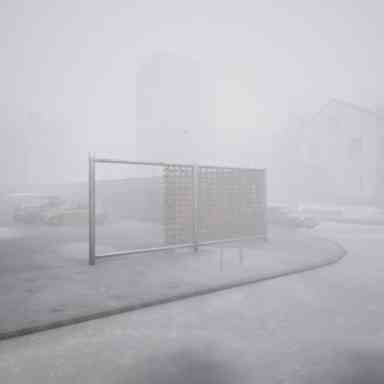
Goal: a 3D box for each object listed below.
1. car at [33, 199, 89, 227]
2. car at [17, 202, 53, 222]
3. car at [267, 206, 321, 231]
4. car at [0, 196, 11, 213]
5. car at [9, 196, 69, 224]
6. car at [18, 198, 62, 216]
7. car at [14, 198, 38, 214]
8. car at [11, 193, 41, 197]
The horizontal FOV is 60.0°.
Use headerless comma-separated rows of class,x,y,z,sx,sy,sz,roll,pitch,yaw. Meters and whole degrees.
car,-7.709,1.413,21.651,4.193,1.474,1.816,0,0,-36
car,-11.891,1.449,25.176,2.207,1.379,1.481,0,0,-36
car,5.580,1.592,20.894,1.895,1.301,4.718,0,0,-36
car,-17.730,1.471,35.702,5.357,1.415,2.033,0,0,-36
car,-10.154,1.345,23.800,4.611,1.667,2.242,0,0,-36
car,-14.671,1.409,32.138,3.633,1.501,1.845,0,0,-36
car,-17.728,1.399,35.425,1.789,1.547,3.705,0,0,-36
car,-12.447,1.239,27.437,3.866,1.878,1.905,0,0,-36
